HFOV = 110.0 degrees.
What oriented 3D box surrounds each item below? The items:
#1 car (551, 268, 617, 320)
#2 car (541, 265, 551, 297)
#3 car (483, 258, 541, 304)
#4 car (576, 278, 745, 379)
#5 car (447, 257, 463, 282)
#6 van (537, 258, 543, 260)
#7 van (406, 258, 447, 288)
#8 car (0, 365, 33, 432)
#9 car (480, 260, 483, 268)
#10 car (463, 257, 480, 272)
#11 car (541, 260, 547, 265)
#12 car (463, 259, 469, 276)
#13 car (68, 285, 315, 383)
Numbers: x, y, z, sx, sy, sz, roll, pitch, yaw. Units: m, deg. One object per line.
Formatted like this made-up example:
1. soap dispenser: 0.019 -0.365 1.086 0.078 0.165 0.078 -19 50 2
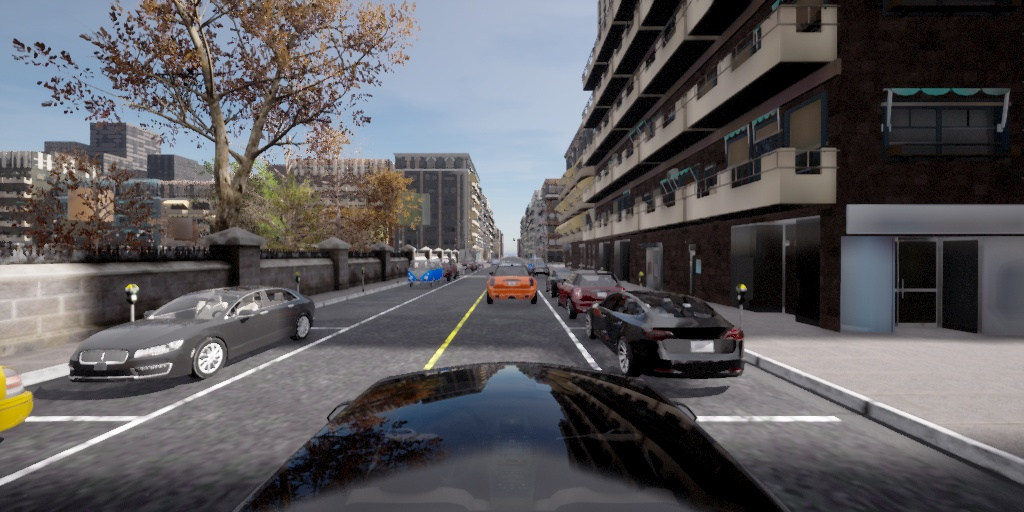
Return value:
1. car: 2.691 1.187 12.677 1.967 1.591 4.097 0 0 0
2. car: 2.691 1.313 18.213 1.948 1.339 4.313 0 0 0
3. car: 0.000 1.115 16.470 2.097 1.767 4.553 0 0 0
4. car: 2.691 1.313 7.143 1.948 1.339 4.313 0 0 0
5. car: -5.690 1.062 29.283 2.192 1.841 5.009 0 0 0
6. van: 2.691 1.090 40.354 1.690 1.789 3.998 0 0 0
7. van: -5.690 1.088 23.747 1.690 1.789 3.998 0 0 0
8. car: -5.690 1.273 1.437 1.751 1.417 4.829 0 0 0
9. car: -5.689 1.317 51.424 1.948 1.339 4.313 0 0 0
10. car: -5.689 1.065 45.888 2.192 1.841 5.009 0 0 0
11. car: 2.691 1.314 34.818 1.948 1.339 4.313 0 0 0
12. car: -5.689 1.299 34.817 2.007 1.370 4.403 0 0 0
13. car: -5.690 1.298 7.142 2.007 1.370 4.403 0 0 0
